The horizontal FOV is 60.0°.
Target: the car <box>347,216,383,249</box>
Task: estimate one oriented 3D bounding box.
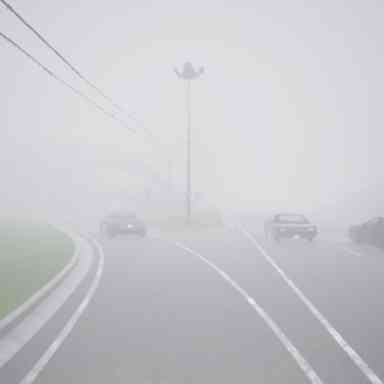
[{"bbox_3d":[8.213,1.686,13.510,2.033,1.411,5.357,0,-1,4],"label":"car"}]

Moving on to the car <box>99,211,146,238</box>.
[{"bbox_3d":[-4.087,1.784,19.212,1.994,1.385,4.181,0,-1,-25],"label":"car"}]

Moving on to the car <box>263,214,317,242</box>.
[{"bbox_3d":[4.969,1.789,17.536,1.895,1.301,4.718,0,-1,4],"label":"car"}]
